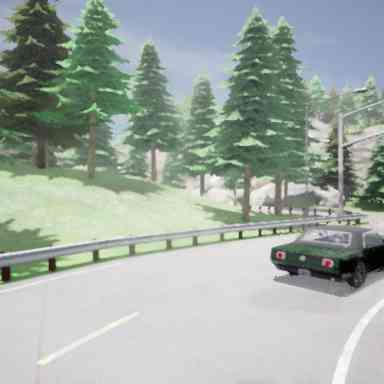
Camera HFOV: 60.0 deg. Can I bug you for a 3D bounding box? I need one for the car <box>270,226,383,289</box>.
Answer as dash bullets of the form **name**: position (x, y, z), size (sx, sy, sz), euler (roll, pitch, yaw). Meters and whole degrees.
- **car**: position (4.297, 1.591, 9.217), size (4.718, 1.301, 1.895), euler (0, 0, -41)
